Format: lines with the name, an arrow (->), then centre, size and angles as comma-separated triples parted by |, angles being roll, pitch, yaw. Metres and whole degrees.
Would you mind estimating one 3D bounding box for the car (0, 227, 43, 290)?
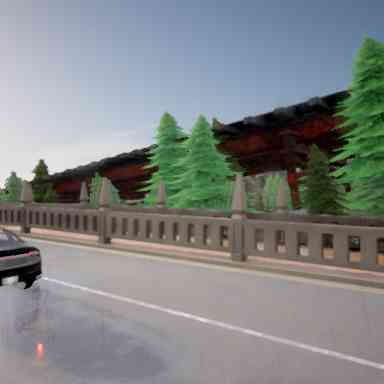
car -> -5.538, 1.532, 7.942 | 4.902, 1.511, 2.128 | 0, 0, 36
